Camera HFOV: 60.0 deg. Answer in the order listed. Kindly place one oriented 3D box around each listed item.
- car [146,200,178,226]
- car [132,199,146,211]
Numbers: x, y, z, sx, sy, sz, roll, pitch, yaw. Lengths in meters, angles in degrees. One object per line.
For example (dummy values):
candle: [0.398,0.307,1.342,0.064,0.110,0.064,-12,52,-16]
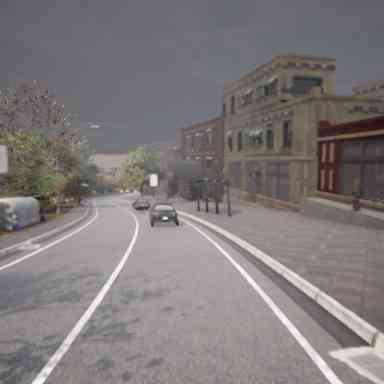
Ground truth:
car: [-2.044,1.488,23.176,1.812,1.442,4.674,-1,0,-9]
car: [-6.338,1.542,41.548,1.994,1.385,4.181,-2,0,-16]
